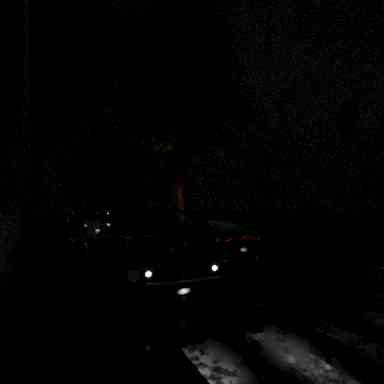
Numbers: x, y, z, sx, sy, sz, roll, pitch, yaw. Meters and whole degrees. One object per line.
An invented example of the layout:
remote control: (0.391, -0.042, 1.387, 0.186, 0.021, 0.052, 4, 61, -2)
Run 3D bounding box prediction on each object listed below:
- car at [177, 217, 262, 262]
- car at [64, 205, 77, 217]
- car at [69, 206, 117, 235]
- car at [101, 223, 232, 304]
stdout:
car: (0.604, 1.653, 12.466, 1.882, 1.535, 5.008, 0, -1, -23)
car: (-14.781, 2.301, 41.187, 1.994, 1.385, 4.181, 0, -1, -23)
car: (-6.552, 1.889, 21.693, 2.033, 1.411, 5.357, 1, -1, -24)
car: (-1.014, 1.715, 8.731, 1.895, 1.301, 4.718, 0, -1, -23)
